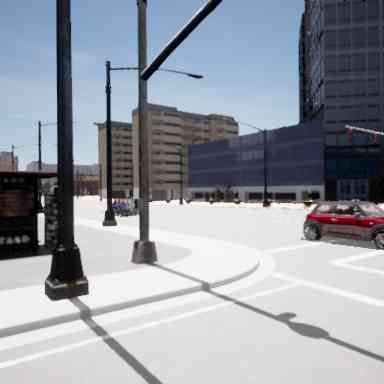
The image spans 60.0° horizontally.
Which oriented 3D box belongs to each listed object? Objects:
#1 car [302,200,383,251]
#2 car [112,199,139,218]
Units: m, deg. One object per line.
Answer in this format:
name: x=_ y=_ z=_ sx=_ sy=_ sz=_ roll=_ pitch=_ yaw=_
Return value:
car: x=6.916 y=1.170 z=13.688 sx=2.097 sy=1.767 sz=4.553 roll=-1 pitch=0 yaw=-35
car: x=-6.189 y=1.415 z=32.176 sx=2.097 sy=1.767 sz=4.553 roll=-1 pitch=-1 yaw=-36
